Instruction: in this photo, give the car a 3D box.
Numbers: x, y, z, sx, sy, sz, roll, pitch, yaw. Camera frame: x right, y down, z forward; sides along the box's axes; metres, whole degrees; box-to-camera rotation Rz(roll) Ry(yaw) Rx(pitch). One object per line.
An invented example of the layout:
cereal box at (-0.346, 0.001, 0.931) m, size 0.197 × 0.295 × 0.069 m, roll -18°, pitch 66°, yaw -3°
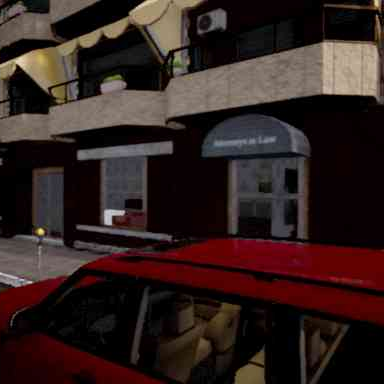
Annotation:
car at (0.002, 1.315, 2.705) m, size 5.009 × 1.841 × 2.192 m, roll 0°, pitch 1°, yaw 36°
